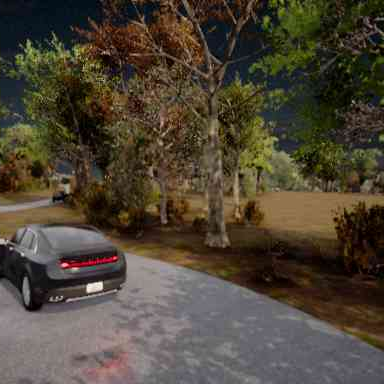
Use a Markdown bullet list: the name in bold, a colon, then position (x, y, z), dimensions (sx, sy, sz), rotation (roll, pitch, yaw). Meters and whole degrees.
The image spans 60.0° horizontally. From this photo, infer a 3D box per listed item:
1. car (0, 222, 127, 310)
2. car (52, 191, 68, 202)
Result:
- **car**: position (-3.298, 1.466, 7.888), dimensions (1.837, 1.490, 4.892), rotation (0, 0, -40)
- **car**: position (-24.841, 0.766, 63.008), dimensions (2.150, 2.045, 5.566), rotation (-1, 2, -9)
